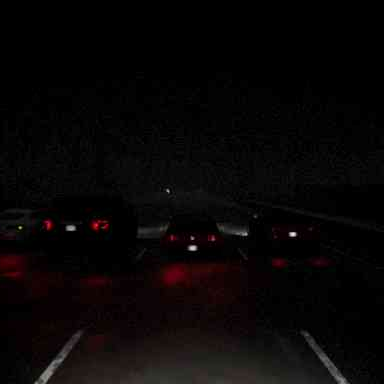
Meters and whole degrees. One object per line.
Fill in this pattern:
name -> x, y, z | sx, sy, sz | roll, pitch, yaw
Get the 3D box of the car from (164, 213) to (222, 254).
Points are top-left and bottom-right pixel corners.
car -> 0.042, 1.471, 12.800 | 1.895, 1.301, 4.718 | 0, 1, 0

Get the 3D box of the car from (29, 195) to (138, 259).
car -> -3.463, 1.099, 12.254 | 2.150, 2.045, 5.566 | 0, 1, 1

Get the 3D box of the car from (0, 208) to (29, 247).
car -> -6.949, 1.382, 14.087 | 1.812, 1.442, 4.674 | 0, 1, 0

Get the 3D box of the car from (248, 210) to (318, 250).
car -> 3.550, 1.426, 13.647 | 1.994, 1.385, 4.181 | 0, 1, 1
